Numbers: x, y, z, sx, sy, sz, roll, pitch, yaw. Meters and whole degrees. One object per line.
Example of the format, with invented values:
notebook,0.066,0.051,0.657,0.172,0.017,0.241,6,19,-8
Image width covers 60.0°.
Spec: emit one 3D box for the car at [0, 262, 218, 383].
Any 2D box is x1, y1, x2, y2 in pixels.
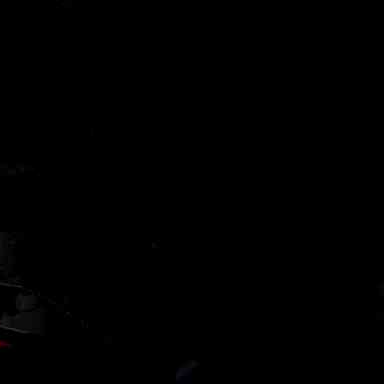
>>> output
car,-1.727,1.566,4.051,4.313,1.339,1.947,0,0,36
